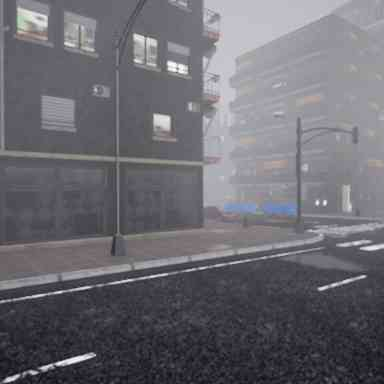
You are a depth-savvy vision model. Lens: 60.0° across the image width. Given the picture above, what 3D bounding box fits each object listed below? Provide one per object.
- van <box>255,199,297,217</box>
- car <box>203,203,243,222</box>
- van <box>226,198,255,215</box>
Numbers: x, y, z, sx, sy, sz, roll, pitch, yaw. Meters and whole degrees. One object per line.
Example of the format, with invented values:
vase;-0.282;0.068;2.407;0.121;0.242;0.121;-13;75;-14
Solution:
van;8.781;1.558;33.730;1.690;1.788;3.998;-1;0;-36
car;2.038;1.844;28.818;1.802;1.307;4.206;-1;0;-36
van;5.469;1.632;38.248;1.690;1.788;3.998;-1;0;-36
